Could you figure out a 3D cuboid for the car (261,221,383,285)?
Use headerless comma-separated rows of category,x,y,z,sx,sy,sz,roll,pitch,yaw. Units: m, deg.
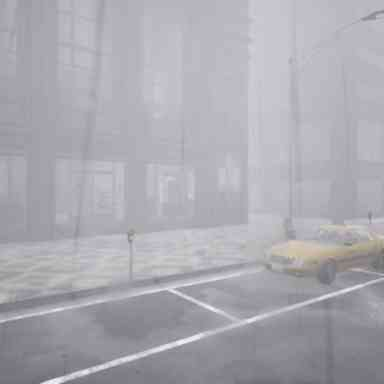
car,4.047,1.539,9.549,4.829,1.417,1.752,0,0,-36
